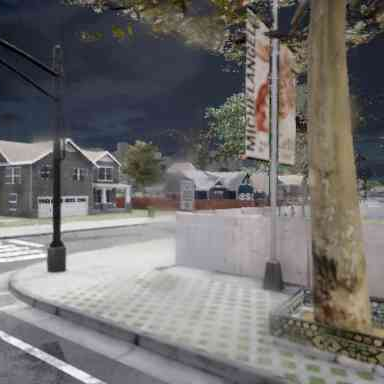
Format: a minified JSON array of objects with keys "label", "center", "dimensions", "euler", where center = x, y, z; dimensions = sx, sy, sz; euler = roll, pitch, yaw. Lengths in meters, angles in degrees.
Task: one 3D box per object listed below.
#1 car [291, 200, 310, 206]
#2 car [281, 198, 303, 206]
[{"label":"car","center":[15.067,2.178,44.058],"dimensions":[1.994,1.385,4.181],"euler":[0,0,35]},{"label":"car","center":[14.879,1.861,48.762],"dimensions":[2.150,2.045,5.566],"euler":[0,0,34]}]
